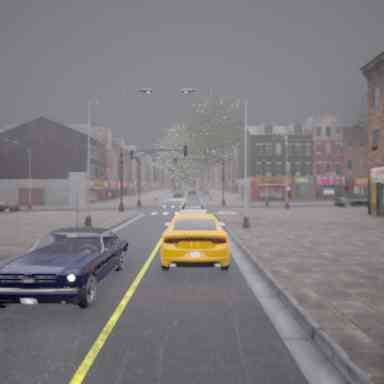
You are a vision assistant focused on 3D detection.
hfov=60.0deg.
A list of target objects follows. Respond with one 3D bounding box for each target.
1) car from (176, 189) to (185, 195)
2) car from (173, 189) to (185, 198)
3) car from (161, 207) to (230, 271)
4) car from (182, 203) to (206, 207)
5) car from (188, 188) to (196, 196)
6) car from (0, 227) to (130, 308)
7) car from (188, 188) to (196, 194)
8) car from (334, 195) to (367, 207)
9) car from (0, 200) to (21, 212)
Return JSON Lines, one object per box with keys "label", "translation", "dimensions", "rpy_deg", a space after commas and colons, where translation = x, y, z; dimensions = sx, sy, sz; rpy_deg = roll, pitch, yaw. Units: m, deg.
{"label": "car", "translation": [-2.740, 0.047, 81.912], "dimensions": [1.994, 1.385, 4.181], "rpy_deg": [0, 2, 0]}
{"label": "car", "translation": [-2.747, 0.569, 66.379], "dimensions": [1.895, 1.301, 4.718], "rpy_deg": [0, 2, 0]}
{"label": "car", "translation": [0.091, 1.446, 10.869], "dimensions": [1.882, 1.535, 5.008], "rpy_deg": [0, 0, 0]}
{"label": "car", "translation": [0.091, 1.418, 24.226], "dimensions": [1.895, 1.301, 4.718], "rpy_deg": [0, 1, 0]}
{"label": "car", "translation": [0.011, 0.044, 79.608], "dimensions": [1.882, 1.535, 5.008], "rpy_deg": [0, 2, 0]}
{"label": "car", "translation": [-2.847, 1.587, 8.006], "dimensions": [1.895, 1.301, 4.718], "rpy_deg": [0, 0, 0]}
{"label": "car", "translation": [0.012, -0.344, 90.028], "dimensions": [1.994, 1.385, 4.181], "rpy_deg": [0, 2, 0]}
{"label": "car", "translation": [17.206, 0.983, 35.030], "dimensions": [4.313, 1.339, 1.947], "rpy_deg": [-1, 1, 0]}
{"label": "car", "translation": [-20.377, 1.524, 34.895], "dimensions": [4.507, 1.381, 1.887], "rpy_deg": [-1, 1, 0]}
